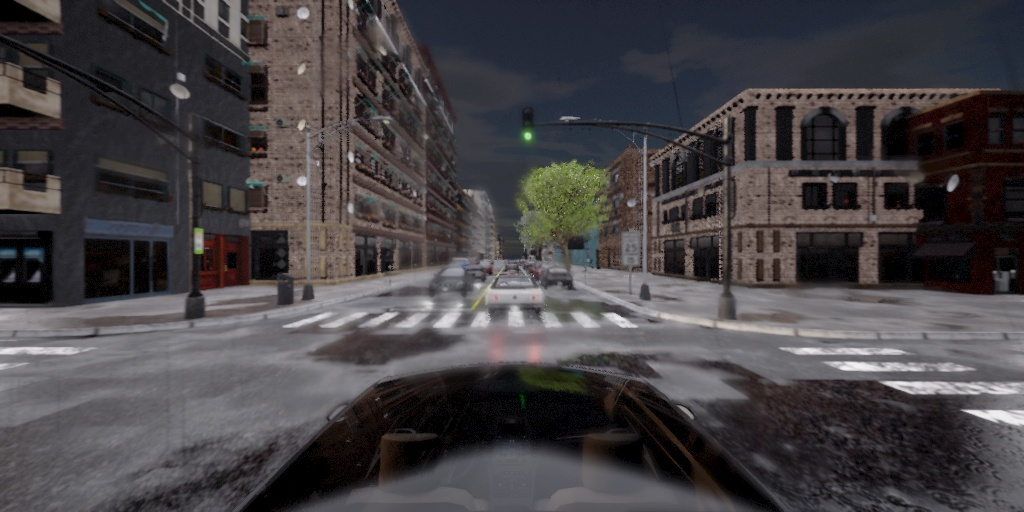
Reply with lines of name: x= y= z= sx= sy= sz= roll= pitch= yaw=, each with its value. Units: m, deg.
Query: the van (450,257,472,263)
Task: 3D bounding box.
van: x=-5.682 y=1.128 z=39.268 sx=1.690 sy=1.789 sz=3.998 roll=0 pitch=0 yaw=0

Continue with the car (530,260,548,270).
car: x=2.697 y=1.213 z=27.871 sx=1.967 sy=1.591 sz=4.097 roll=0 pitch=0 yaw=0

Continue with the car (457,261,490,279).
car: x=-3.076 y=1.338 z=29.015 sx=1.994 sy=1.385 sz=4.181 roll=0 pitch=0 yaw=0

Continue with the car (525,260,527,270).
car: x=2.699 y=1.369 z=39.265 sx=1.802 sy=1.307 sz=4.207 roll=0 pitch=0 yaw=0

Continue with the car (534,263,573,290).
car: x=2.696 y=1.317 z=22.174 sx=2.007 sy=1.370 sz=4.403 roll=0 pitch=0 yaw=0

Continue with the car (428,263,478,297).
car: x=-3.090 y=1.289 z=19.040 sx=1.812 sy=1.442 sz=4.674 roll=0 pitch=0 yaw=0

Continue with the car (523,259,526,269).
car: x=2.702 y=1.357 z=50.657 sx=2.007 sy=1.370 sz=4.403 roll=0 pitch=0 yaw=0

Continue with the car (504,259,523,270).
car: x=0.011 y=1.294 z=48.531 sx=2.128 sy=1.511 sz=4.902 roll=0 pitch=0 yaw=0

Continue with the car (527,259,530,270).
car: x=2.698 y=1.220 z=33.567 sx=1.967 sy=1.591 sz=4.097 roll=0 pitch=0 yaw=0

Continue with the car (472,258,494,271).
car: x=-3.062 y=1.265 z=39.404 sx=1.882 sy=1.535 sz=5.008 roll=0 pitch=0 yaw=1

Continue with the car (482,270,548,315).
car: x=0.104 y=1.358 z=13.518 sx=1.895 sy=1.301 sz=4.718 roll=0 pitch=0 yaw=0
